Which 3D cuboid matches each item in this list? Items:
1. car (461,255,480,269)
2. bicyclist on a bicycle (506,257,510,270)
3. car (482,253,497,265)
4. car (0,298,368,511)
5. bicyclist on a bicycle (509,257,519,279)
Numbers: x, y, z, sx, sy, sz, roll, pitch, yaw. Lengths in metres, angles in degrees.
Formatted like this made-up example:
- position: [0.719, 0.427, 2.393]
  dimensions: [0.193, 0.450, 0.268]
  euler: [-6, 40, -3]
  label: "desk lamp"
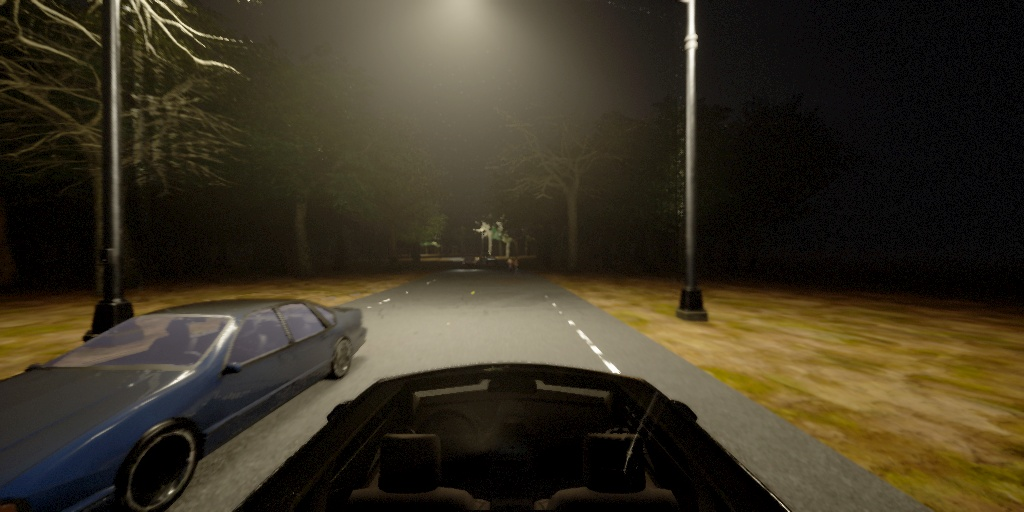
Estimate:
- position: [-5.544, 0.906, 46.855]
  dimensions: [1.882, 1.535, 5.008]
  euler: [-1, 1, -5]
  label: "car"
- position: [-0.224, 0.904, 37.106]
  dimensions: [0.866, 1.612, 1.509]
  euler: [0, 1, -4]
  label: "bicyclist on a bicycle"
- position: [-3.749, 0.738, 64.093]
  dimensions: [2.128, 1.511, 4.902]
  euler: [-1, 1, -7]
  label: "car"
- position: [-3.611, 1.293, 4.447]
  dimensions: [2.033, 1.411, 5.357]
  euler: [0, 0, 0]
  label: "car"
- position: [0.307, 0.990, 28.286]
  dimensions: [0.582, 1.620, 1.656]
  euler: [0, 0, -3]
  label: "bicyclist on a bicycle"
